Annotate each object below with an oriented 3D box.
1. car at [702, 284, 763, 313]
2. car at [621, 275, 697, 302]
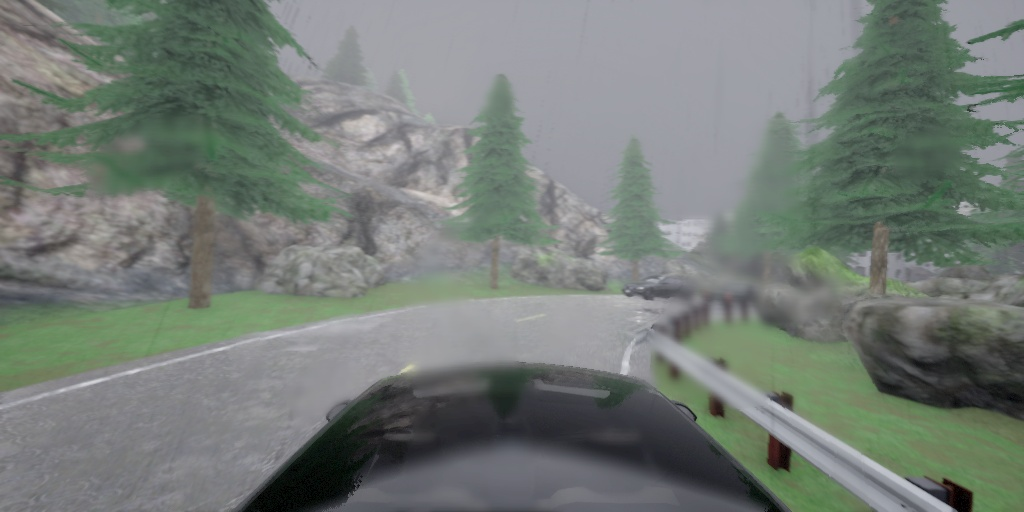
[{"bbox_3d":[12.316,2.144,18.457,4.718,1.301,1.895,4,0,-19],"label":"car"},{"bbox_3d":[8.589,1.822,20.807,4.674,1.442,1.812,4,0,-22],"label":"car"}]
